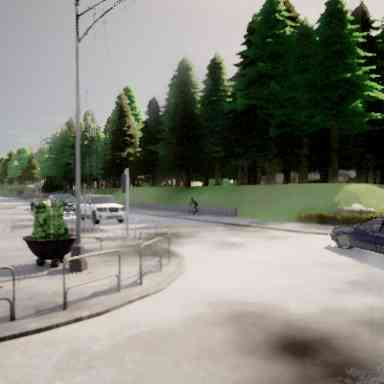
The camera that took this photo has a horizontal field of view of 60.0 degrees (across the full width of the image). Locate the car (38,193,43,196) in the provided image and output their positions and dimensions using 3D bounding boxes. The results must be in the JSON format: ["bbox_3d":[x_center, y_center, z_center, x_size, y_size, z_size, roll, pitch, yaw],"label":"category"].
[{"bbox_3d":[-25.203,1.164,57.622,2.150,2.045,5.566,0,0,-36],"label":"car"}]

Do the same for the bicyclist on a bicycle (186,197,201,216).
[{"bbox_3d":[0.112,1.273,29.326,1.656,1.620,0.582,-1,0,-35],"label":"bicyclist on a bicycle"}]

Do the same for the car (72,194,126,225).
[{"bbox_3d":[-6.768,1.183,24.519,2.150,2.045,5.566,0,0,-35],"label":"car"}]

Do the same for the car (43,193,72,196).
[{"bbox_3d":[-12.791,1.183,32.970,2.150,2.045,5.566,0,0,-35],"label":"car"}]

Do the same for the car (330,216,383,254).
[{"bbox_3d":[6.911,1.494,11.164,2.033,1.411,5.357,0,0,-10],"label":"car"}]
